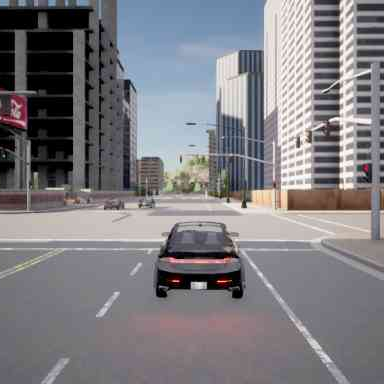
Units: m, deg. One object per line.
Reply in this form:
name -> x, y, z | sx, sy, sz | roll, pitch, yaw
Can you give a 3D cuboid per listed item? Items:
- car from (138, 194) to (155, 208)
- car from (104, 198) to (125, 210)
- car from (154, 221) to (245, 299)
car -> -6.420, 1.491, 47.534 | 2.128, 1.511, 4.902 | 0, 0, 1
car -> -9.991, 1.526, 43.090 | 1.812, 1.442, 4.674 | 0, 0, 1
car -> 0.205, 1.492, 8.485 | 2.128, 1.511, 4.902 | 0, 0, 2
